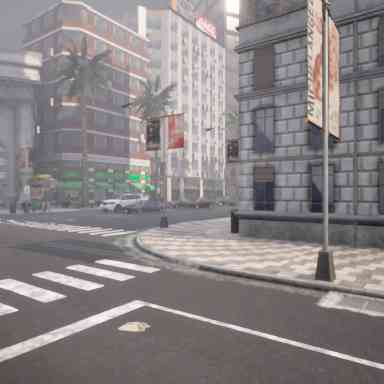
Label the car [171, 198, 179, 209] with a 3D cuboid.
[{"bbox_3d":[-1.771,1.525,45.847,1.812,1.442,4.674,0,0,37],"label":"car"}]

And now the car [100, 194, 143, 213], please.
[{"bbox_3d":[-7.771,1.221,37.844,2.150,2.045,5.566,0,0,36],"label":"car"}]

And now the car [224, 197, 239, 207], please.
[{"bbox_3d":[7.438,1.563,51.226,4.181,1.385,1.994,0,0,-43],"label":"car"}]

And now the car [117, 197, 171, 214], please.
[{"bbox_3d":[-5.056,1.547,35.651,2.033,1.411,5.357,0,0,36],"label":"car"}]

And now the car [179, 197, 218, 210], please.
[{"bbox_3d":[0.907,1.477,43.629,1.882,1.535,5.008,0,0,38],"label":"car"}]

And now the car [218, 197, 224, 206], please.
[{"bbox_3d":[4.881,1.491,53.605,4.902,1.511,2.128,0,0,-44],"label":"car"}]
